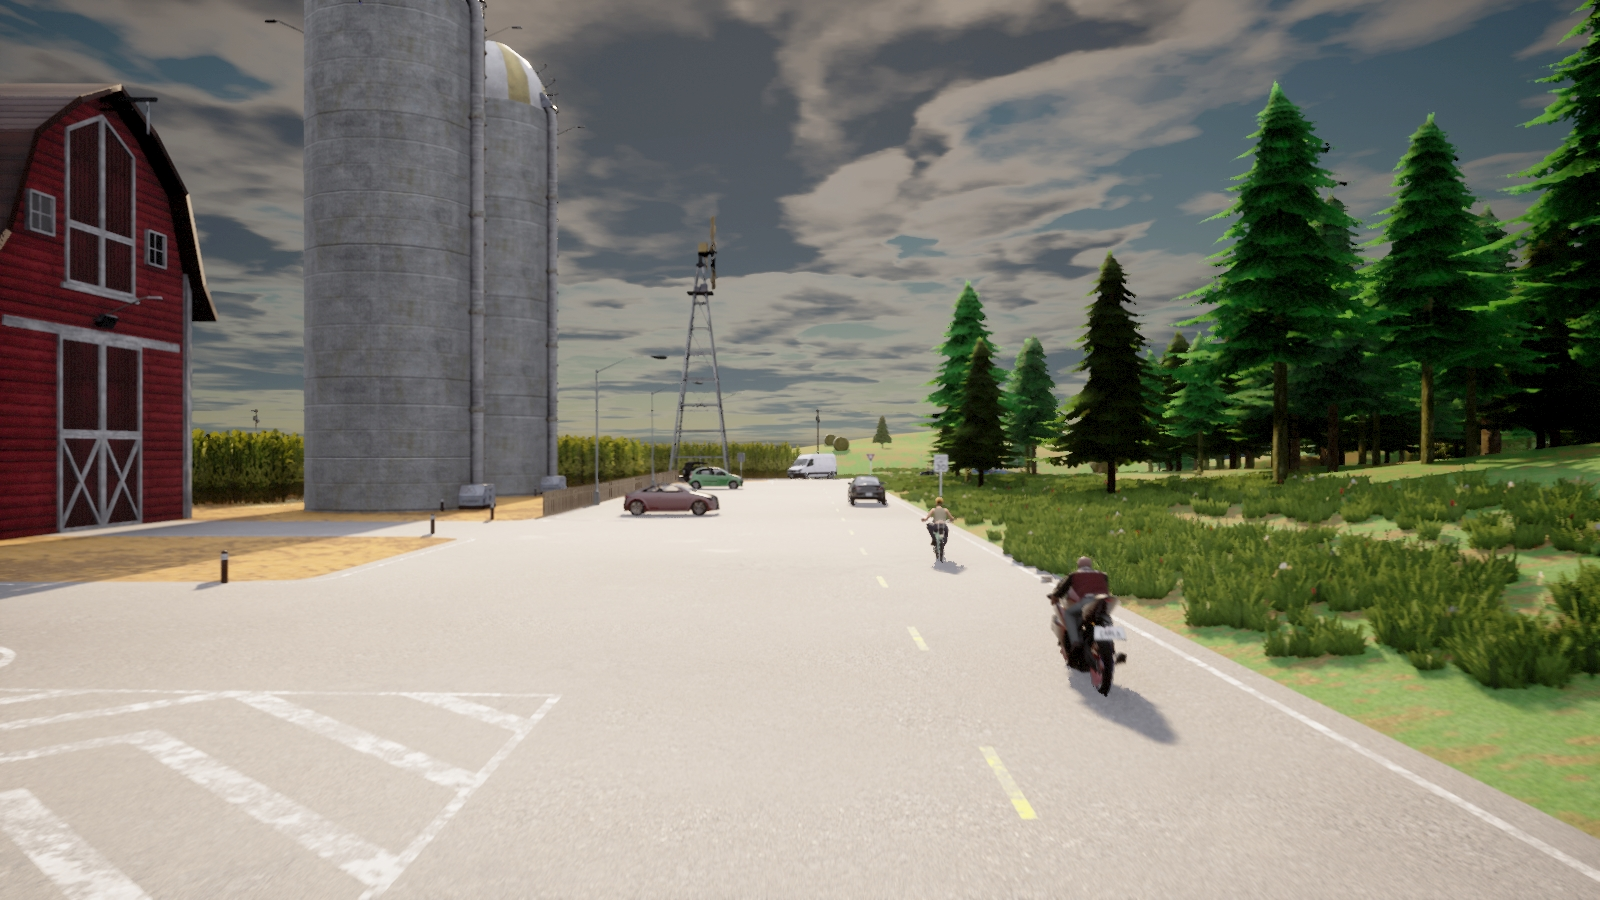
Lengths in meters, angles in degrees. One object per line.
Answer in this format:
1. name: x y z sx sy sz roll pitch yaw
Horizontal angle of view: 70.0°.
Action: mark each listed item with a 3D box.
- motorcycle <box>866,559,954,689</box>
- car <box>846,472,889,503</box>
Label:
1. motorcycle: 1.303 2.066 13.979 0.867 1.251 2.209 0 0 0
2. car: 3.501 1.946 60.200 2.002 1.442 4.674 0 0 0
